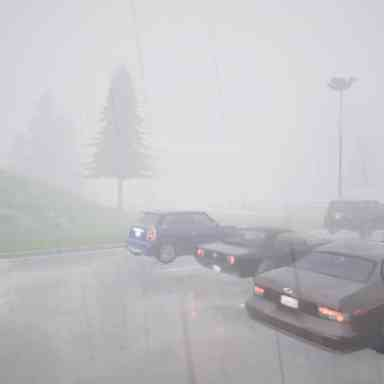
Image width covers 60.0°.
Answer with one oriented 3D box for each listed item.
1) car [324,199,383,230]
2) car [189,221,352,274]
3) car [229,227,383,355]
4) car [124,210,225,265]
[{"bbox_3d":[10.023,1.465,19.492,5.566,2.045,2.150,1,0,-36],"label":"car"},{"bbox_3d":[2.454,1.696,9.796,4.718,1.301,1.895,1,0,-35],"label":"car"},{"bbox_3d":[3.409,1.626,6.175,5.357,1.411,2.033,1,0,-36],"label":"car"},{"bbox_3d":[-0.073,1.438,12.296,4.553,1.767,2.097,1,-1,-36],"label":"car"}]
